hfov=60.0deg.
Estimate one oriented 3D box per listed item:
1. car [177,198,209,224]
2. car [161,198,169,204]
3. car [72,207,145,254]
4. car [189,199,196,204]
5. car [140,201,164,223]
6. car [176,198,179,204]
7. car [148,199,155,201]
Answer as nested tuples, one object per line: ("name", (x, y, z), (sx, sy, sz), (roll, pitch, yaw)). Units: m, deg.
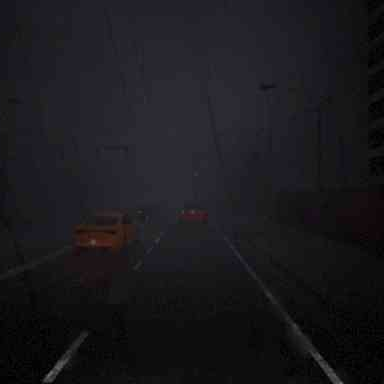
("car", (0.267, 1.659, 28.375), (2.097, 1.767, 4.553), (0, -1, 6))
("car", (-6.969, 2.404, 85.583), (1.882, 1.535, 5.008), (0, -1, 0))
("car", (-3.472, 1.633, 14.239), (1.882, 1.535, 5.008), (0, 0, 0))
("car", (0.034, 2.573, 91.887), (1.895, 1.301, 4.718), (0, -1, 0))
("car", (-3.705, 1.802, 28.466), (2.128, 1.511, 4.902), (0, 0, -5))
("car", (-3.466, 2.516, 92.134), (2.128, 1.511, 4.902), (0, -1, 0))
("car", (-10.469, 2.521, 85.553), (1.895, 1.301, 4.718), (0, -1, 0))
